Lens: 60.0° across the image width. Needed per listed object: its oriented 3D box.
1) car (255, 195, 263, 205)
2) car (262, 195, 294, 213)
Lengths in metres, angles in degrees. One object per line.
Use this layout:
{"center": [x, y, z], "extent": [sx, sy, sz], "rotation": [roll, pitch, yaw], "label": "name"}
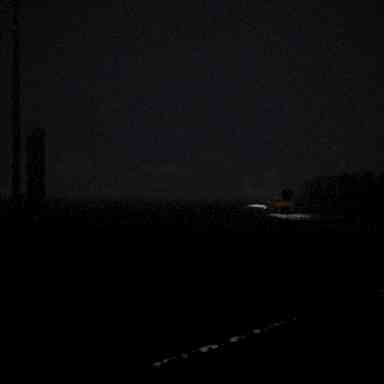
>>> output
{"center": [10.862, 1.184, 51.970], "extent": [2.128, 1.511, 4.902], "rotation": [0, 0, 13], "label": "car"}
{"center": [8.879, 1.288, 33.852], "extent": [1.882, 1.535, 5.008], "rotation": [0, 0, 0], "label": "car"}
